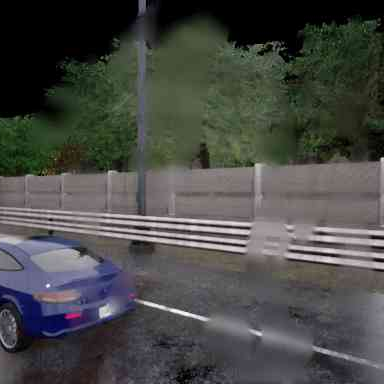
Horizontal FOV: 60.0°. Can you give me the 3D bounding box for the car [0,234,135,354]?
[{"bbox_3d":[-3.070,1.515,6.083,4.674,1.442,1.812,0,0,36],"label":"car"}]
